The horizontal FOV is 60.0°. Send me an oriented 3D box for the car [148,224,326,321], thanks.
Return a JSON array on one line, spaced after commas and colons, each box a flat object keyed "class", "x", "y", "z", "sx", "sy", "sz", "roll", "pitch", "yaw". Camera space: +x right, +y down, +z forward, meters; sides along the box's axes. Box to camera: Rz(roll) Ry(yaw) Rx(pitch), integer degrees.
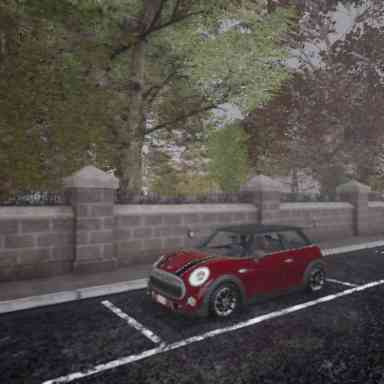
[{"class": "car", "x": 1.066, "y": 1.478, "z": 7.315, "sx": 4.097, "sy": 1.590, "sz": 1.967, "roll": 1, "pitch": 0, "yaw": -35}]
